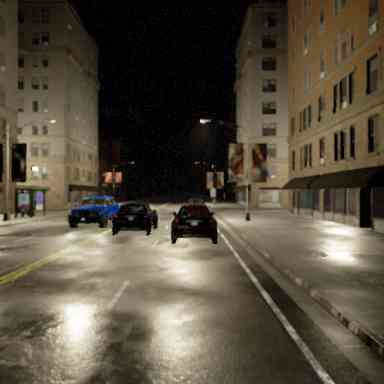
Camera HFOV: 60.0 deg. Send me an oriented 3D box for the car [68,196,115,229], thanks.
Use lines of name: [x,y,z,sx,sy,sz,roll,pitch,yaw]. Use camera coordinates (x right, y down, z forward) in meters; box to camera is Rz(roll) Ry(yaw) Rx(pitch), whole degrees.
car: [-6.536,1.302,22.747,2.150,2.045,5.566,0,-1,0]

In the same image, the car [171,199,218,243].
car: [0.085,1.405,16.491,2.097,1.767,4.553,0,0,0]

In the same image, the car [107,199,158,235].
car: [-3.168,1.415,19.320,2.097,1.767,4.553,0,0,0]

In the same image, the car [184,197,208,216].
car: [0.511,1.471,34.557,2.097,1.767,4.553,0,0,6]
